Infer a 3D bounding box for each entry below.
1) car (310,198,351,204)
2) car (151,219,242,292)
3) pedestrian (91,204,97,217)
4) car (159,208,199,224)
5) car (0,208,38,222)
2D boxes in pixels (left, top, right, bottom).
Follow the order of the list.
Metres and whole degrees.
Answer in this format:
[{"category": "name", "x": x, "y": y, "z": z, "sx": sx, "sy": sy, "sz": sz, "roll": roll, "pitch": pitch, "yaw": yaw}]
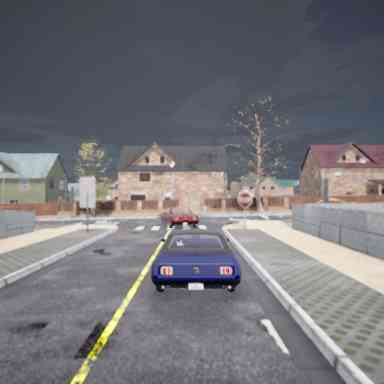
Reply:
[{"category": "car", "x": 11.680, "y": 1.336, "z": 29.493, "sx": 5.008, "sy": 1.535, "sz": 1.882, "roll": -1, "pitch": 0, "yaw": 0}, {"category": "car", "x": 0.096, "y": 1.659, "z": 9.034, "sx": 1.895, "sy": 1.301, "sz": 4.718, "roll": 0, "pitch": 0, "yaw": 0}, {"category": "pedestrian", "x": -9.637, "y": 1.480, "z": 32.377, "sx": 0.375, "sy": 1.860, "sz": 0.375, "roll": 0, "pitch": 2, "yaw": 0}, {"category": "car", "x": -1.075, "y": 1.760, "z": 23.558, "sx": 1.895, "sy": 1.301, "sz": 4.718, "roll": 0, "pitch": 0, "yaw": -16}, {"category": "car", "x": -14.841, "y": 2.033, "z": 26.513, "sx": 4.674, "sy": 1.442, "sz": 1.812, "roll": -1, "pitch": 0, "yaw": 0}]
